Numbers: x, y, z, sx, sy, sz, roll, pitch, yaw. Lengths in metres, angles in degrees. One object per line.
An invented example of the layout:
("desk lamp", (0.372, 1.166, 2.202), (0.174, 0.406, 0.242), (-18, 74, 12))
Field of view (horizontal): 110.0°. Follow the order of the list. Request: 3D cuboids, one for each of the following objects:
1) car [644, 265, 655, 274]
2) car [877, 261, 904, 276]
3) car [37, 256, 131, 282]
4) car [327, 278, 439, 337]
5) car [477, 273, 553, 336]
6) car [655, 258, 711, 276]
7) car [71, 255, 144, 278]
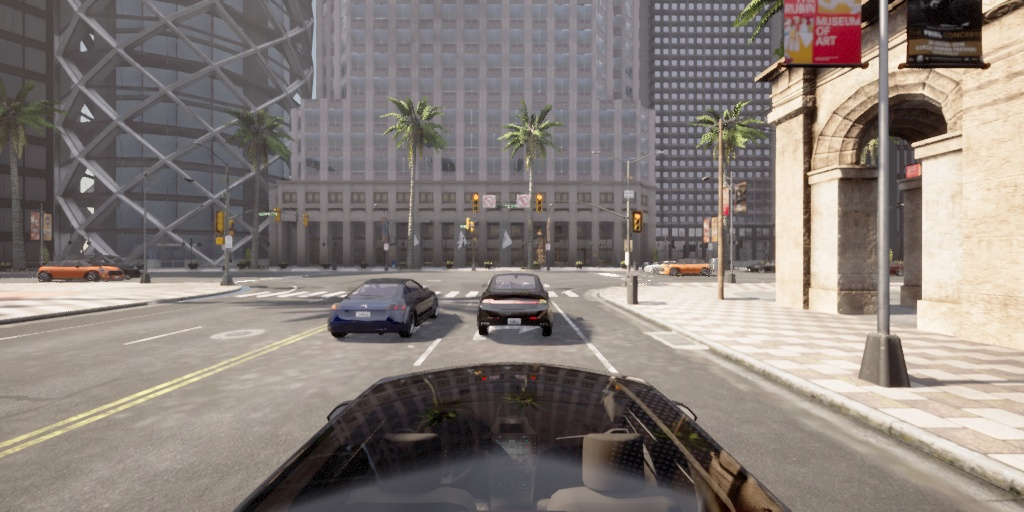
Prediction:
("car", (16.956, 1.268, 39.343), (4.674, 1.442, 1.812), (0, 0, 0))
("car", (36.335, 1.220, 35.776), (5.008, 1.535, 1.882), (0, 0, 0))
("car", (-33.622, 1.097, 28.113), (4.553, 1.767, 2.097), (0, 0, -10))
("car", (-3.419, 1.312, 10.261), (1.994, 1.385, 4.181), (0, 0, 0))
("car", (0.118, 1.240, 10.392), (2.128, 1.511, 4.902), (0, 0, 2))
("car", (17.214, 1.095, 35.843), (4.553, 1.767, 2.097), (0, 0, 0))
("car", (-35.791, 0.965, 31.377), (5.566, 2.045, 2.150), (0, 0, -13))
